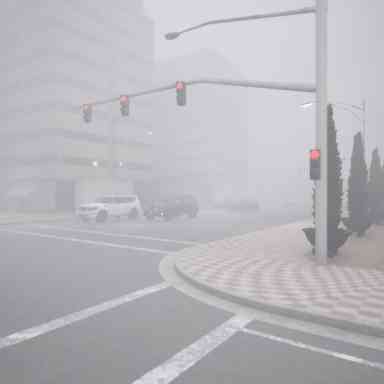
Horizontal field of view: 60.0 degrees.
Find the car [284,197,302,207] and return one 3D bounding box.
[{"bbox_3d":[16.148,1.577,52.932,1.812,1.442,4.674,0,0,35],"label":"car"}]

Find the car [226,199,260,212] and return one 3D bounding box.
[{"bbox_3d":[6.367,1.522,39.221,1.882,1.535,5.008,0,0,35],"label":"car"}]

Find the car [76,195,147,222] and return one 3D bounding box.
[{"bbox_3d":[-6.560,1.264,26.973,2.150,2.045,5.566,0,0,35],"label":"car"}]

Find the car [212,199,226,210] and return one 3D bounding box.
[{"bbox_3d":[4.625,1.589,42.826,2.033,1.411,5.357,0,0,35],"label":"car"}]

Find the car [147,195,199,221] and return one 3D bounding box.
[{"bbox_3d":[-1.598,1.266,27.943,2.150,2.045,5.566,0,0,35],"label":"car"}]
